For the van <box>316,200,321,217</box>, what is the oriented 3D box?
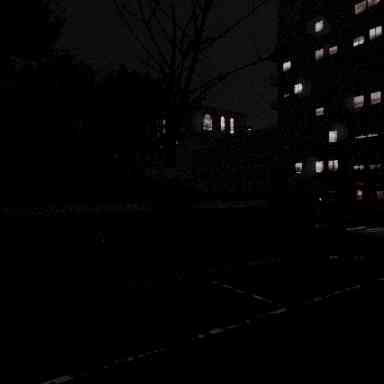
[{"bbox_3d":[10.526,1.646,32.576,1.690,1.788,3.998,-1,0,-36],"label":"van"}]
